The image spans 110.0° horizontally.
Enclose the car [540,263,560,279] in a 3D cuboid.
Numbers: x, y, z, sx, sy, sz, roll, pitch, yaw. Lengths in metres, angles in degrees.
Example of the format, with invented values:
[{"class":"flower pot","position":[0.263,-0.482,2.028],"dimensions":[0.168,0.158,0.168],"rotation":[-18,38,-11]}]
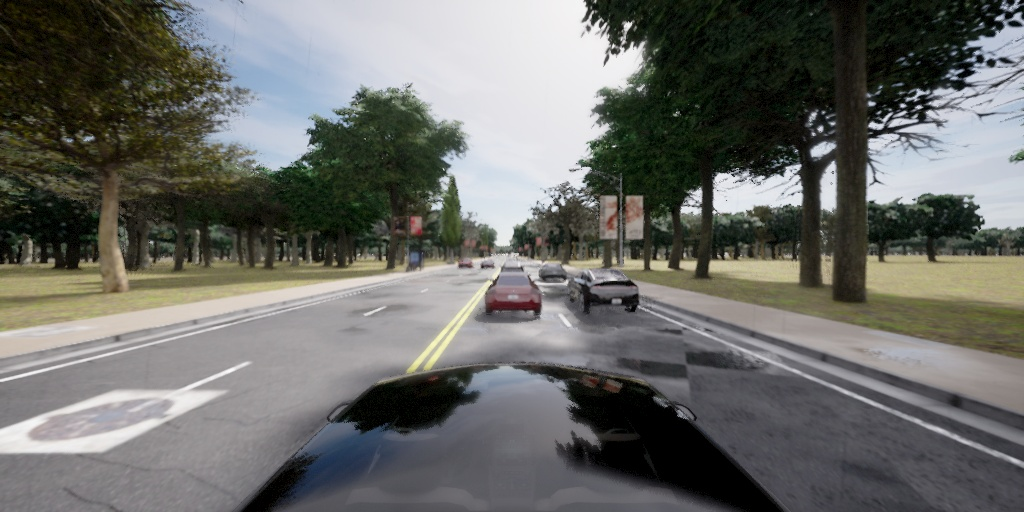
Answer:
[{"class":"car","position":[3.278,1.233,29.295],"dimensions":[1.994,1.385,4.181],"rotation":[0,0,0]}]

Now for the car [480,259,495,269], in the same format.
[{"class":"car","position":[-3.464,1.168,51.661],"dimensions":[1.994,1.385,4.181],"rotation":[0,0,0]}]

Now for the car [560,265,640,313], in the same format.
[{"class":"car","position":[3.307,1.207,13.699],"dimensions":[2.128,1.511,4.902],"rotation":[0,0,0]}]

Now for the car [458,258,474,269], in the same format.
[{"class":"car","position":[-6.714,1.079,52.480],"dimensions":[1.882,1.535,5.008],"rotation":[0,0,0]}]

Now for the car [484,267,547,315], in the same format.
[{"class":"car","position":[0.057,1.279,13.497],"dimensions":[1.994,1.385,4.181],"rotation":[0,0,0]}]

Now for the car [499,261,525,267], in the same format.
[{"class":"car","position":[0.024,1.163,28.721],"dimensions":[2.128,1.511,4.902],"rotation":[0,0,0]}]
